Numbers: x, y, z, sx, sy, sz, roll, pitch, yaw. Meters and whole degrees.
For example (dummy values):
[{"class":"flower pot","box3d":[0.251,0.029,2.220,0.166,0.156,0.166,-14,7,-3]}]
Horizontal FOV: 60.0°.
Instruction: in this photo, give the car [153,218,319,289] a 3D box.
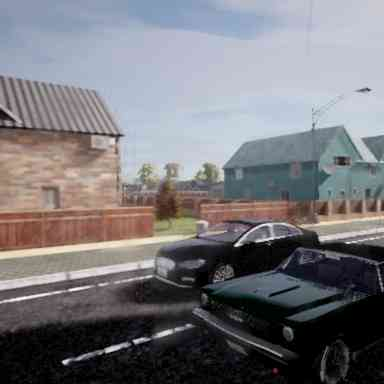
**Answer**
[{"class":"car","box3d":[1.355,1.465,8.643,4.902,1.511,2.128,0,0,-35]}]

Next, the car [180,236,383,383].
[{"class":"car","box3d":[2.339,1.579,5.354,4.718,1.301,1.895,0,0,-35]}]
